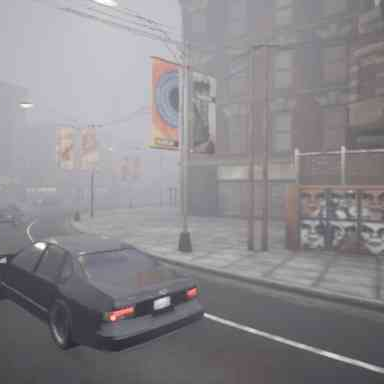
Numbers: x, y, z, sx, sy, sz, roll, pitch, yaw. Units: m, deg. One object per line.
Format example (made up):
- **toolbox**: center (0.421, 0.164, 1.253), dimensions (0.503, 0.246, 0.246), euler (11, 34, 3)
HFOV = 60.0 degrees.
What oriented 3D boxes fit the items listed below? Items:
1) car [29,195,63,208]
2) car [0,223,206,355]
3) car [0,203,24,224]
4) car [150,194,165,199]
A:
- **car**: center (-19.317, 1.193, 44.175), dimensions (2.097, 1.767, 4.553), euler (1, 0, 19)
- **car**: center (-2.192, 1.533, 6.274), dimensions (5.357, 1.411, 2.033), euler (1, 0, 45)
- **car**: center (-12.130, 1.445, 21.503), dimensions (2.033, 1.411, 5.357), euler (1, 0, -21)
- **car**: center (-7.398, 1.073, 74.209), dimensions (1.882, 1.535, 5.008), euler (1, 0, 30)
